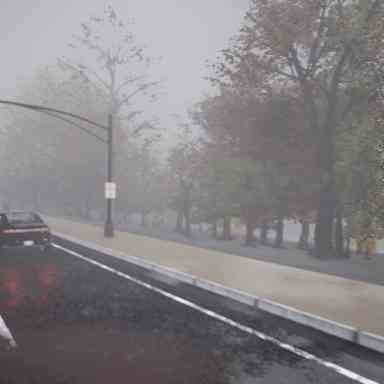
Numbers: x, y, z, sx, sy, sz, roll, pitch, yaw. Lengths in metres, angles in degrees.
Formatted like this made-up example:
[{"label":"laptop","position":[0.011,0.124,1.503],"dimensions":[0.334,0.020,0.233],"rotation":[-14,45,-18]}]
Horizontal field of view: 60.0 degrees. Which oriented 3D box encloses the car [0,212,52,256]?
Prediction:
[{"label":"car","position":[-7.071,1.544,13.344],"dimensions":[2.128,1.511,4.902],"rotation":[1,-1,-37]}]
